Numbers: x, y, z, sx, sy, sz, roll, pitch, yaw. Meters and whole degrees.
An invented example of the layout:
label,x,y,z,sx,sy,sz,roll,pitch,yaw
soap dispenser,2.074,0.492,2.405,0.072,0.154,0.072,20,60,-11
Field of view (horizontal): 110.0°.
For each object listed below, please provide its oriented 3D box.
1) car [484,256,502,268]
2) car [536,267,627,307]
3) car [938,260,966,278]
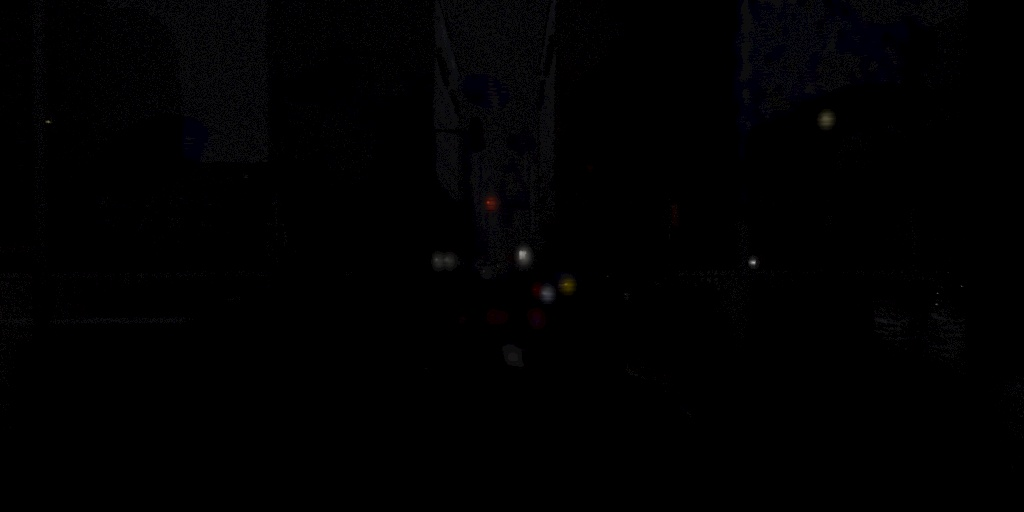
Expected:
label,x,y,z,sx,sy,sz,roll,pitch,yaw
car,-2.996,0.885,52.172,2.128,1.511,4.902,0,0,0
car,2.874,1.158,14.691,1.812,1.442,4.674,-2,-1,43
car,34.349,0.940,26.228,4.892,1.490,1.837,0,0,0
